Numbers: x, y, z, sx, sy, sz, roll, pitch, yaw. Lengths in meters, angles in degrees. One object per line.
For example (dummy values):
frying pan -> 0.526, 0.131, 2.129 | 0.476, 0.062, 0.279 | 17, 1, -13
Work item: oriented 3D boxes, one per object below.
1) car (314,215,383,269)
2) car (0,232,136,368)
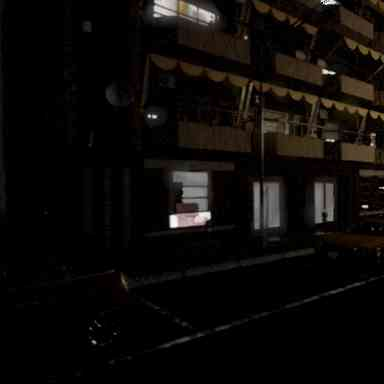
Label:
car -> 5.920, 1.448, 10.796 | 4.829, 1.417, 1.752 | 0, 0, -36
car -> -2.938, 1.440, 4.471 | 4.097, 1.590, 1.967 | -1, 0, -36
